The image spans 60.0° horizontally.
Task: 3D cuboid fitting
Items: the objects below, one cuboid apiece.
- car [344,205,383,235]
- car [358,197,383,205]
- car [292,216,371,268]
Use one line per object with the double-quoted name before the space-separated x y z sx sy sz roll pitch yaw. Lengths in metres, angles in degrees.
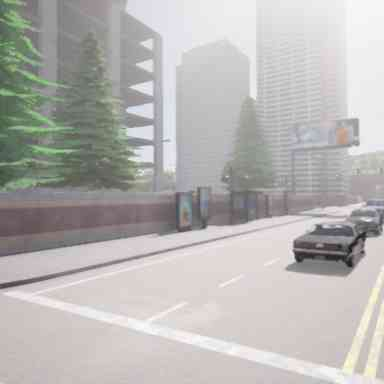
"car" 10.930 1.802 21.042 1.837 1.490 4.892 -1 -1 33
"car" 16.579 1.616 29.635 2.150 2.045 5.566 -1 -1 33
"car" 5.267 1.800 12.420 1.895 1.301 4.718 -1 -1 33
